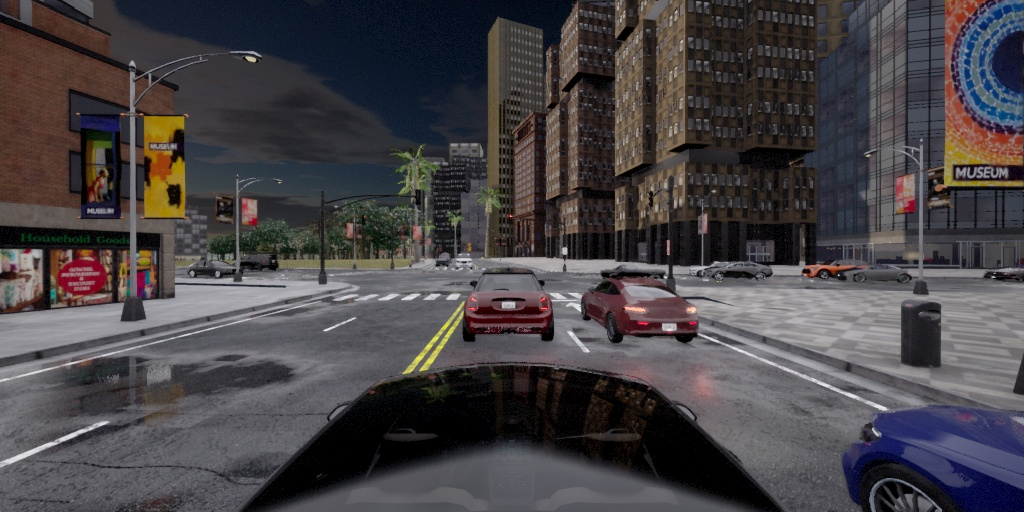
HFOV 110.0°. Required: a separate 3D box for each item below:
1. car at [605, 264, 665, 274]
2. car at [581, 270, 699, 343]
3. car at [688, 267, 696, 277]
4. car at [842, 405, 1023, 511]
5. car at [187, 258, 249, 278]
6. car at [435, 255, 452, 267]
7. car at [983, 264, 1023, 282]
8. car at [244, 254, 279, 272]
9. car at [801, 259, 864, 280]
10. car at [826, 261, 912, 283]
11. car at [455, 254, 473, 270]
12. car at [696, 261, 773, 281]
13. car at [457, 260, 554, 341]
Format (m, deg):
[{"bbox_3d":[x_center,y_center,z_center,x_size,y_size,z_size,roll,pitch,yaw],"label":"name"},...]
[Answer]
[{"bbox_3d":[9.197,1.298,27.245,4.718,1.301,1.895,0,0,21],"label":"car"},{"bbox_3d":[3.137,1.274,9.578,1.812,1.442,4.674,0,0,-1],"label":"car"},{"bbox_3d":[18.243,1.201,31.854,4.674,1.442,1.812,0,0,13],"label":"car"},{"bbox_3d":[3.319,1.276,0.625,1.812,1.442,4.674,0,0,0],"label":"car"},{"bbox_3d":[-26.586,1.154,32.121,4.892,1.490,1.837,0,0,13],"label":"car"},{"bbox_3d":[-10.547,0.959,54.919,2.033,1.411,5.357,0,1,-5],"label":"car"},{"bbox_3d":[39.459,1.239,26.835,5.357,1.411,2.033,0,0,13],"label":"car"},{"bbox_3d":[-31.018,0.815,43.369,5.566,2.045,2.150,0,0,14],"label":"car"},{"bbox_3d":[26.971,1.032,29.789,4.553,1.767,2.097,0,0,13],"label":"car"},{"bbox_3d":[26.554,1.258,26.553,4.181,1.385,1.994,0,0,13],"label":"car"},{"bbox_3d":[-6.364,0.726,47.821,2.150,2.045,5.566,0,1,-7],"label":"car"},{"bbox_3d":[17.873,1.180,28.601,4.902,1.511,2.128,0,0,13],"label":"car"},{"bbox_3d":[-0.122,1.101,10.014,2.097,1.767,4.553,0,0,-1],"label":"car"}]
